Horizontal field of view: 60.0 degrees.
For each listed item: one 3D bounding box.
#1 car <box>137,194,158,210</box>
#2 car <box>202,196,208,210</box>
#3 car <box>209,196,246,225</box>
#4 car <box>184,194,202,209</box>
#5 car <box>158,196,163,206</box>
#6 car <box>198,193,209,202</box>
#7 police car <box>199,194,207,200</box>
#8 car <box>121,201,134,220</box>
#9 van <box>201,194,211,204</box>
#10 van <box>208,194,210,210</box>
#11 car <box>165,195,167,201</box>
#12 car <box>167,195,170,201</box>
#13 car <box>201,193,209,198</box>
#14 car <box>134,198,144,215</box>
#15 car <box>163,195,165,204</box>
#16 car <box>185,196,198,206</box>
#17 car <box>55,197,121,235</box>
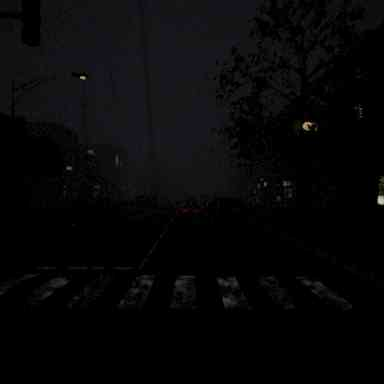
[{"bbox_3d":[-5.756,1.176,40.565,2.192,1.841,5.009,0,0,0],"label":"car"},{"bbox_3d":[2.625,1.483,40.580,2.008,1.369,4.403,0,0,0],"label":"car"},{"bbox_3d":[2.654,1.280,23.948,2.192,1.841,5.009,0,0,0],"label":"car"},{"bbox_3d":[-0.069,1.380,44.353,1.882,1.535,5.008,0,0,0],"label":"car"},{"bbox_3d":[-5.764,1.165,46.109,2.192,1.841,5.009,0,0,0],"label":"car"},{"bbox_3d":[2.568,1.181,73.844,2.192,1.841,5.009,0,0,0],"label":"car"},{"bbox_3d":[2.855,1.264,88.534,1.930,1.638,5.238,0,0,0],"label":"police car"},{"bbox_3d":[-5.726,1.438,23.933,1.887,1.381,4.507,0,0,0],"label":"car"},{"bbox_3d":[2.587,1.229,62.756,1.690,1.788,3.998,0,0,0],"label":"van"},{"bbox_3d":[2.645,1.295,29.492,1.690,1.788,3.998,0,0,0],"label":"van"},{"bbox_3d":[-5.784,1.372,57.197,1.887,1.381,4.507,0,0,0],"label":"car"},{"bbox_3d":[-5.813,1.360,73.829,1.947,1.339,4.313,0,0,0],"label":"car"},{"bbox_3d":[2.596,1.339,57.212,1.967,1.590,4.097,0,0,0],"label":"car"},{"bbox_3d":[-5.736,1.464,29.478,1.802,1.307,4.206,0,0,0],"label":"car"},{"bbox_3d":[-5.774,1.405,51.653,1.947,1.339,4.313,0,0,0],"label":"car"},{"bbox_3d":[-0.087,1.445,54.804,1.994,1.385,4.181,0,0,0],"label":"car"},{"bbox_3d":[-5.716,1.219,18.389,2.192,1.841,5.009,0,0,0],"label":"car"}]
